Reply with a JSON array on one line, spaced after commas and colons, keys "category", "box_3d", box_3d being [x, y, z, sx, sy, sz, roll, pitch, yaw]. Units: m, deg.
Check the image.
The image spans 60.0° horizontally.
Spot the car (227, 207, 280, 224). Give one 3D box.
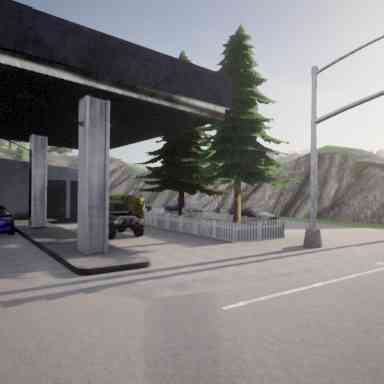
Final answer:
[{"category": "car", "box_3d": [4.549, 1.812, 24.883, 1.994, 1.385, 4.181, 1, 0, -35]}]

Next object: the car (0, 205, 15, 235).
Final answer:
[{"category": "car", "box_3d": [-11.376, 1.525, 18.673, 2.242, 1.667, 4.611, 1, 0, -35]}]

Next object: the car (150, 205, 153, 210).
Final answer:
[{"category": "car", "box_3d": [-6.888, 1.664, 41.467, 2.033, 1.411, 5.357, 1, 0, -34]}]

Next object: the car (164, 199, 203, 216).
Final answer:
[{"category": "car", "box_3d": [-0.856, 1.538, 32.721, 2.097, 1.767, 4.553, 1, 0, -35]}]

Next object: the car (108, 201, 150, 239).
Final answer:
[{"category": "car", "box_3d": [-4.247, 1.447, 18.395, 1.905, 1.878, 3.866, 1, 0, -35]}]
